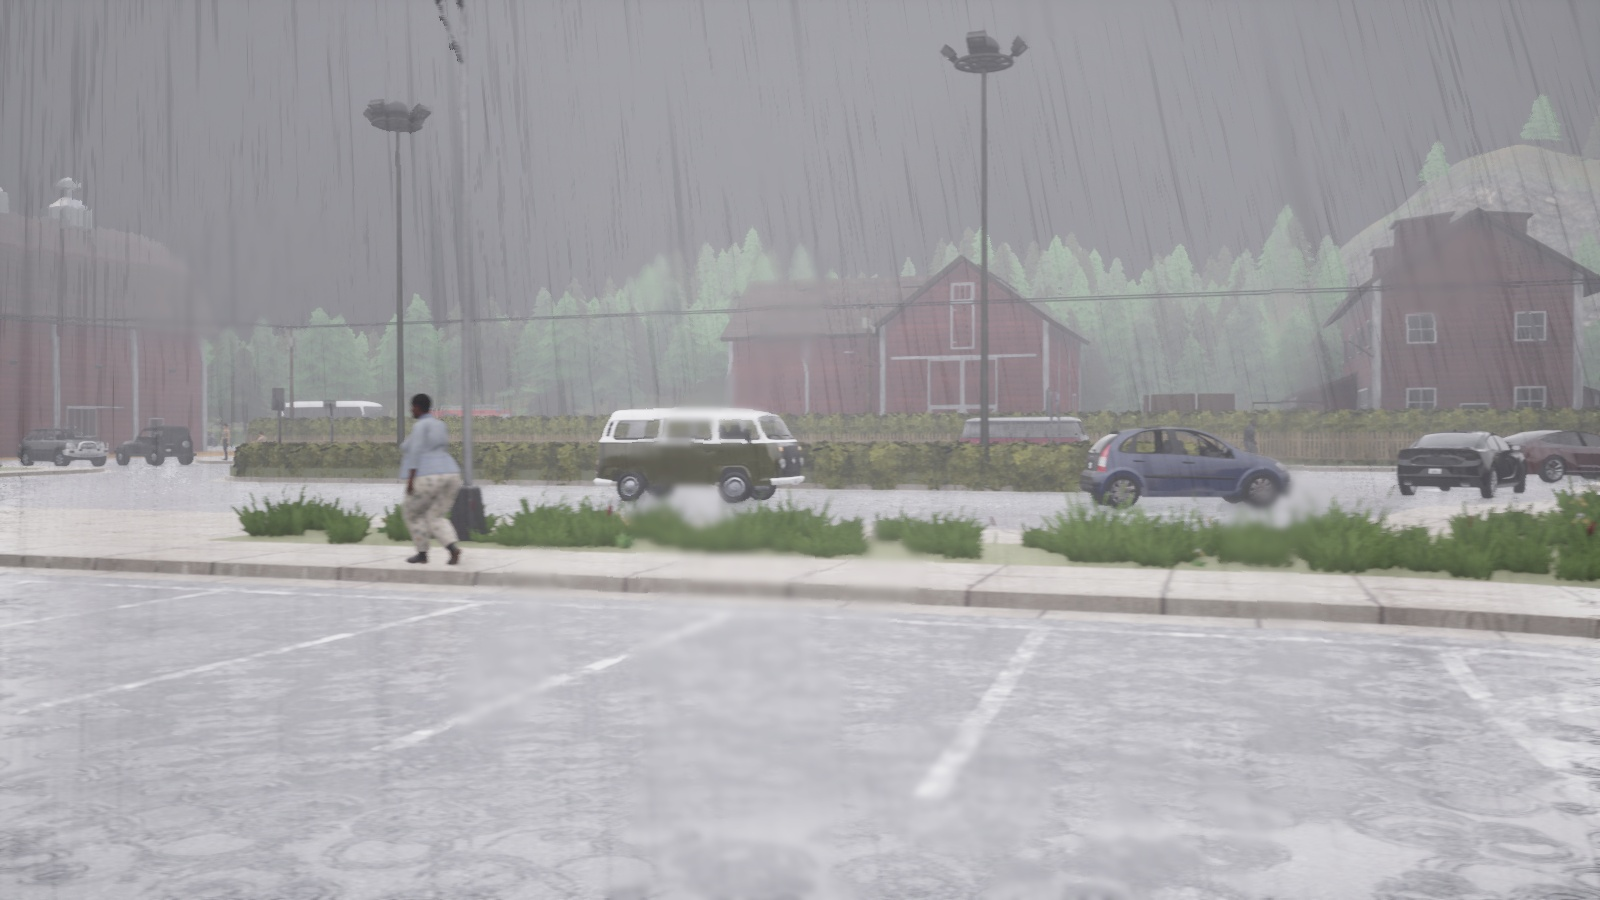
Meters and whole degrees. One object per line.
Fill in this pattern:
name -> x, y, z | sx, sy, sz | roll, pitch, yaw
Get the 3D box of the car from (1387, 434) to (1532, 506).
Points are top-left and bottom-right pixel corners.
car -> 15.534, 0.391, 29.442 | 1.882, 1.535, 5.008 | 1, 1, 41

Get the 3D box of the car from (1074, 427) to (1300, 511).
car -> 7.686, 0.350, 25.219 | 3.988, 1.617, 1.851 | 0, 1, 2

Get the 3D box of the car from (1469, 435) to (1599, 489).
car -> 22.401, 0.323, 36.689 | 4.792, 1.488, 2.163 | 0, 1, -13

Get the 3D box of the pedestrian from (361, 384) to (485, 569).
pedestrian -> -3.930, 0.257, 13.139 | 0.900, 1.855, 0.874 | 1, 1, 19

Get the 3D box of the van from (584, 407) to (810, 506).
van -> -2.240, 0.100, 27.563 | 4.480, 2.038, 2.069 | 1, 1, 19

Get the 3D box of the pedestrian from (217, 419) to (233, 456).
pedestrian -> -28.626, -0.627, 62.508 | 0.345, 1.836, 0.594 | 1, 1, 39

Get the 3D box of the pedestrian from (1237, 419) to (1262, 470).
pedestrian -> 16.761, -0.205, 46.827 | 0.849, 1.883, 0.563 | 1, 1, 21

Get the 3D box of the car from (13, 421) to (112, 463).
car -> -33.555, -0.399, 57.113 | 4.605, 1.855, 1.932 | 1, 1, 32

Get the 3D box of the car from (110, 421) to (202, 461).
car -> -30.635, -0.450, 59.718 | 3.866, 1.878, 1.905 | 1, 1, 25

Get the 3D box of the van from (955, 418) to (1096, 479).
van -> 7.614, -0.072, 42.413 | 4.442, 1.987, 1.775 | 1, 1, 19
